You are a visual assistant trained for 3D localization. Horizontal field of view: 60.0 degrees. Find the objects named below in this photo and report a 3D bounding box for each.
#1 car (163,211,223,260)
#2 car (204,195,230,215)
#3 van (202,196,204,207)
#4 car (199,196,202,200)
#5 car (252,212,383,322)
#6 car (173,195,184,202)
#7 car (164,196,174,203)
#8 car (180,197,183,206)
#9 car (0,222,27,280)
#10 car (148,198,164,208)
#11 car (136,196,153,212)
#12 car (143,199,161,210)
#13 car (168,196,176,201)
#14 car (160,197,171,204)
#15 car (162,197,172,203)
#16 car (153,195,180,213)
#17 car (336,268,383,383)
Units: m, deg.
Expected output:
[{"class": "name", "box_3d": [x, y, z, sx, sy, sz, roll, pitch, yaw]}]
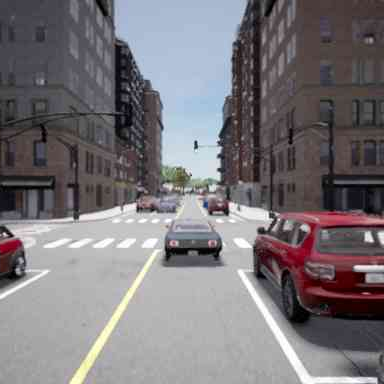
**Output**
[{"class": "car", "box_3d": [-0.074, 1.629, 12.600, 1.895, 1.301, 4.718, 0, 0, -3]}, {"class": "car", "box_3d": [2.700, 1.393, 34.241, 2.192, 1.841, 5.009, 0, 0, 0]}, {"class": "van", "box_3d": [2.692, 1.443, 45.248, 1.690, 1.788, 3.998, 0, 0, 0]}, {"class": "car", "box_3d": [2.687, 1.429, 50.752, 2.192, 1.841, 5.009, 0, 0, 0]}, {"class": "car", "box_3d": [2.637, 1.332, 7.185, 2.192, 1.841, 5.009, 0, 0, 0]}, {"class": "car", "box_3d": [-2.751, 1.321, 68.813, 1.994, 1.385, 4.181, 0, 0, 0]}, {"class": "car", "box_3d": [-5.403, 1.726, 78.269, 2.008, 1.369, 4.403, 0, 0, 0]}, {"class": "car", "box_3d": [-2.817, 1.625, 53.528, 1.837, 1.490, 4.892, 0, 0, 0]}, {"class": "car", "box_3d": [-5.388, 1.457, 7.184, 1.967, 1.590, 4.097, 0, 0, 0]}, {"class": "car", "box_3d": [-5.414, 1.665, 50.750, 2.008, 1.369, 4.403, 0, 0, 0]}, {"class": "car", "box_3d": [-5.419, 1.405, 39.743, 2.192, 1.841, 5.009, 0, 0, 0]}, {"class": "car", "box_3d": [-5.416, 1.668, 45.246, 1.947, 1.339, 4.313, 0, 0, 0]}, {"class": "car", "box_3d": [-5.399, 1.781, 89.276, 1.802, 1.307, 4.206, 0, 0, 0]}, {"class": "car", "box_3d": [-5.408, 1.695, 67.262, 1.887, 1.381, 4.507, 0, 0, 0]}, {"class": "car", "box_3d": [-5.405, 1.707, 72.765, 1.887, 1.381, 4.507, 0, 0, 0]}, {"class": "car", "box_3d": [-2.842, 1.437, 37.453, 2.097, 1.767, 4.553, 0, 0, 0]}, {"class": "car", "box_3d": [2.638, 1.555, 1.502, 2.008, 1.369, 4.403, 0, 0, 0]}]
